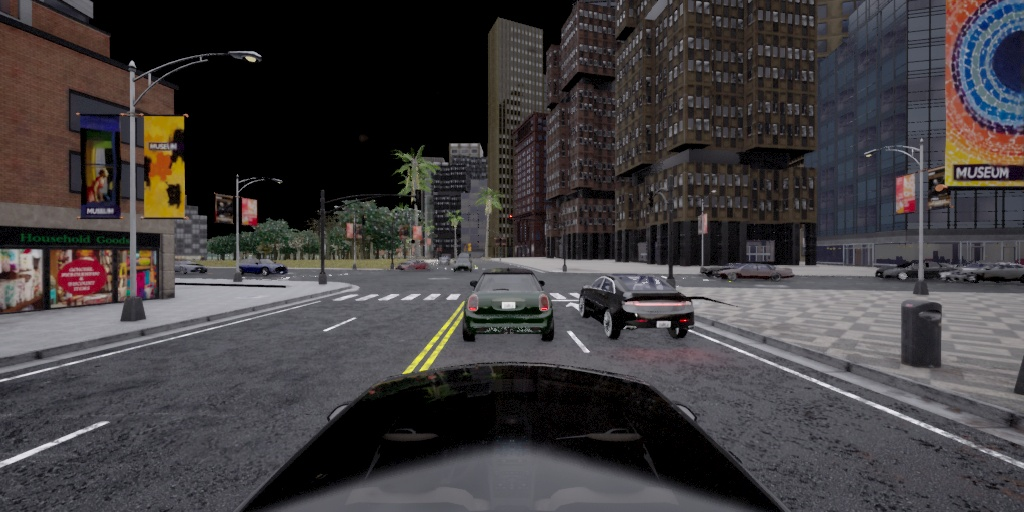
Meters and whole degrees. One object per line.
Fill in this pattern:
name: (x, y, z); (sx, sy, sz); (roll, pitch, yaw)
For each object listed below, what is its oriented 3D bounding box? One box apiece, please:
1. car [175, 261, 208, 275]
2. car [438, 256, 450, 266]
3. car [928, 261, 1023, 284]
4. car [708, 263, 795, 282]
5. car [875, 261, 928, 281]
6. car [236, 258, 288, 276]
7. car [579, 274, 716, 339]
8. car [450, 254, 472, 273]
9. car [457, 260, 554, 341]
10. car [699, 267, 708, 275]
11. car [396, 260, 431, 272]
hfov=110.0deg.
car: (-33.968, 1.184, 37.202); (4.181, 1.385, 1.994); (0, 0, 13)
car: (-11.364, 0.839, 60.334); (2.128, 1.511, 4.902); (0, 1, -9)
car: (33.161, 1.193, 24.979); (4.902, 1.511, 2.128); (0, 0, 13)
car: (18.930, 1.240, 28.345); (5.357, 1.411, 2.033); (0, 0, 13)
car: (32.168, 1.187, 28.556); (4.892, 1.490, 1.837); (-2, 0, 13)
car: (-24.289, 0.995, 34.912); (4.553, 1.767, 2.097); (0, 0, 13)
car: (3.172, 1.241, 10.058); (2.128, 1.511, 4.902); (0, 0, -1)
car: (-5.609, 0.957, 41.233); (2.097, 1.767, 4.553); (0, 1, -6)
car: (-0.122, 1.102, 10.008); (2.097, 1.767, 4.553); (0, 0, -1)
car: (19.303, 1.280, 31.597); (4.718, 1.301, 1.895); (0, 0, 11)
car: (-11.637, 1.145, 42.597); (1.994, 1.385, 4.181); (1, 1, 36)
